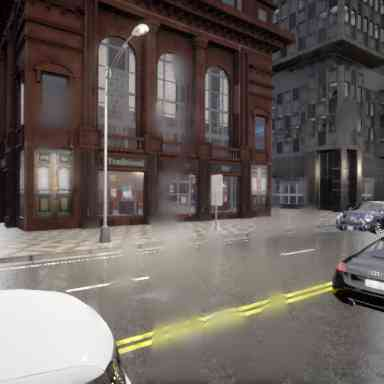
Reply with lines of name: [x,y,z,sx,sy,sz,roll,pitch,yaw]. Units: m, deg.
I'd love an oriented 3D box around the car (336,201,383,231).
car: [10.243,1.336,19.007,4.553,1.767,2.097,0,0,-36]

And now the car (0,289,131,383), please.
car: [-2.943,1.221,1.336,5.566,2.045,2.150,0,0,-36]

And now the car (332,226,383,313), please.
car: [4.792,1.561,6.878,4.181,1.385,1.994,0,0,-35]
